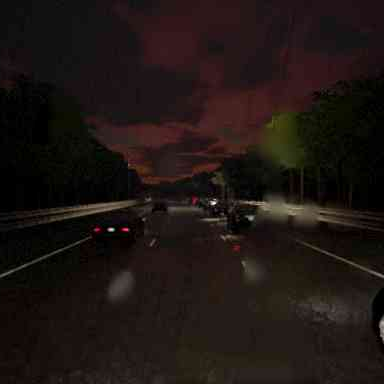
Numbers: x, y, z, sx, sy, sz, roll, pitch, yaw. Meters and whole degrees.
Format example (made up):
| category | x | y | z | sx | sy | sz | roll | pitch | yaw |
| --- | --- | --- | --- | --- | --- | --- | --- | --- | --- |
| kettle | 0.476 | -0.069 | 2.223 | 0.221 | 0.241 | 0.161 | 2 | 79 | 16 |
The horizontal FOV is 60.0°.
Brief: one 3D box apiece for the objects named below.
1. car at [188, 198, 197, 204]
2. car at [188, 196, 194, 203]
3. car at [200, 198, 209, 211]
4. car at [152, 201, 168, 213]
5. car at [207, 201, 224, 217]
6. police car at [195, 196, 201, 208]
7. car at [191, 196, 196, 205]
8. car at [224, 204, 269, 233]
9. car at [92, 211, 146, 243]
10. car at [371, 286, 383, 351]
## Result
| category | x | y | z | sx | sy | sz | roll | pitch | yaw |
| --- | --- | --- | --- | --- | --- | --- | --- | --- | --- |
| car | 0.114 | 2.358 | 90.790 | 2.128 | 1.511 | 4.902 | 0 | -1 | -4 |
| car | 0.887 | 1.969 | 79.771 | 2.150 | 2.045 | 5.566 | 0 | -1 | -4 |
| car | 2.614 | 1.967 | 46.545 | 1.994 | 1.385 | 4.181 | 0 | -1 | -2 |
| car | -4.172 | 1.929 | 43.620 | 2.033 | 1.411 | 5.357 | 0 | -1 | -2 |
| car | 2.986 | 1.898 | 35.501 | 1.895 | 1.301 | 4.718 | 0 | -1 | -2 |
| police car | 2.134 | 1.940 | 57.725 | 1.930 | 1.638 | 5.238 | 0 | -1 | -3 |
| car | 1.565 | 2.121 | 68.679 | 2.128 | 1.511 | 4.902 | 0 | -1 | -3 |
| car | 3.398 | 1.524 | 20.984 | 2.097 | 1.767 | 4.553 | 0 | 0 | 1 |
| car | -3.509 | 1.685 | 16.754 | 2.033 | 1.411 | 5.357 | 0 | 0 | -1 |
| car | 3.588 | 1.525 | 3.022 | 1.837 | 1.490 | 4.892 | 0 | 0 | 0 |
